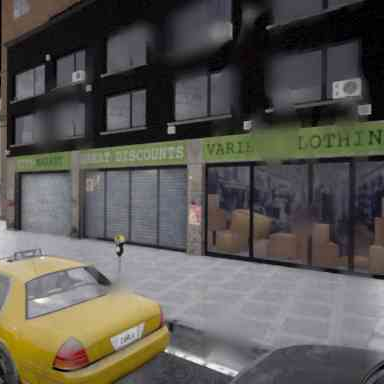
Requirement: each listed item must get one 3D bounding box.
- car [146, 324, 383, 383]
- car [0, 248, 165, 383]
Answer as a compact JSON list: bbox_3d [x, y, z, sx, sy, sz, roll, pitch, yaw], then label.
[{"bbox_3d":[2.114,1.551,1.576,4.403,1.369,2.008,0,1,36],"label":"car"},{"bbox_3d":[-2.566,1.522,4.926,4.829,1.417,1.752,0,1,36],"label":"car"}]
